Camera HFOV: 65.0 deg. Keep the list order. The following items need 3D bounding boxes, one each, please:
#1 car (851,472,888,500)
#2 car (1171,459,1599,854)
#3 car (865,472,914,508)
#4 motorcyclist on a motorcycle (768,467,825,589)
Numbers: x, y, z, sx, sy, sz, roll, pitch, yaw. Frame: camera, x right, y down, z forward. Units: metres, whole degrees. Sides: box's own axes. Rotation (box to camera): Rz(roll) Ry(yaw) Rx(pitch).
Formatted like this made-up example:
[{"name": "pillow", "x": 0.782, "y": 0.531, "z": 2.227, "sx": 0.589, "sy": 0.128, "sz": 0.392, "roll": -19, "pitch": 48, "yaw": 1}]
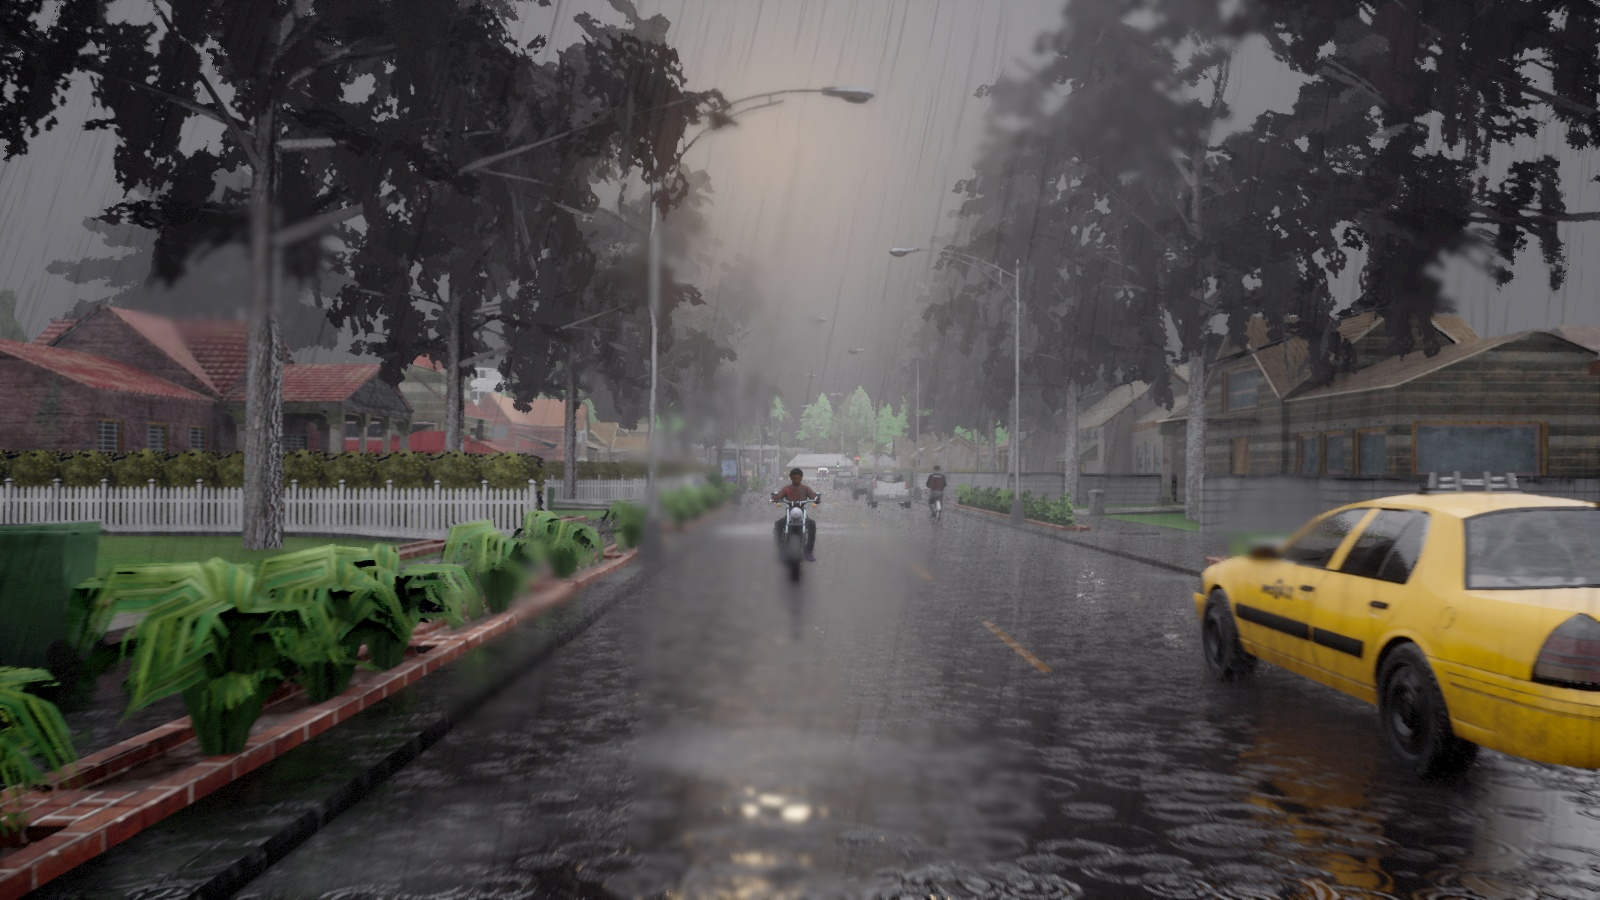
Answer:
[{"name": "car", "x": 3.828, "y": 1.984, "z": 69.923, "sx": 1.845, "sy": 1.501, "sz": 3.633, "roll": 0, "pitch": -1, "yaw": 0}, {"name": "car", "x": 3.980, "y": 0.867, "z": 7.713, "sx": 1.801, "sy": 1.575, "sz": 5.366, "roll": 0, "pitch": -1, "yaw": 0}, {"name": "car", "x": 3.865, "y": 1.732, "z": 54.866, "sx": 1.845, "sy": 1.501, "sz": 3.633, "roll": 0, "pitch": -1, "yaw": 0}, {"name": "motorcyclist on a motorcycle", "x": -0.045, "y": 1.070, "z": 18.209, "sx": 0.766, "sy": 1.649, "sz": 2.350, "roll": 0, "pitch": -1, "yaw": 0}]
